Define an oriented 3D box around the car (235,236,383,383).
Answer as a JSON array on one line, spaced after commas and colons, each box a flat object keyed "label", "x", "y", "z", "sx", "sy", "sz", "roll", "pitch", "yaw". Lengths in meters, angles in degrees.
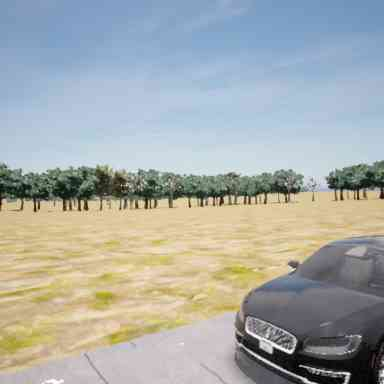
[{"label": "car", "x": 2.837, "y": 1.508, "z": 5.144, "sx": 4.892, "sy": 1.490, "sz": 1.837, "roll": 0, "pitch": 0, "yaw": -35}]
